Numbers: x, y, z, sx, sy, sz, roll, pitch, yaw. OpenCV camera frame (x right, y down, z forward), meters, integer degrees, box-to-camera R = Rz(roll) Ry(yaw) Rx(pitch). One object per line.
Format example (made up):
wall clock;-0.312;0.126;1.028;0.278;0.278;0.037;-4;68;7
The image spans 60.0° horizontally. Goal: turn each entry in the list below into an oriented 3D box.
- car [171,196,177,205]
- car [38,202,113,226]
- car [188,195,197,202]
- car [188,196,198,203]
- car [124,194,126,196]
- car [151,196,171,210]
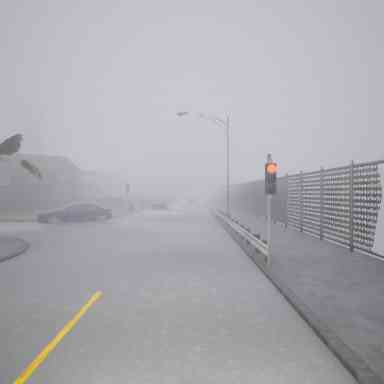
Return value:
car;-4.071;1.499;56.896;1.837;1.490;4.892;0;2;0
car;-8.100;1.478;23.407;5.008;1.535;1.882;0;2;-29
car;0.017;1.540;78.674;2.033;1.411;5.357;0;0;0
car;0.116;1.547;66.745;2.033;1.411;5.357;0;0;0
car;-17.260;1.134;78.260;3.633;1.501;1.845;0;0;0
car;-4.089;1.478;42.823;1.882;1.535;5.008;0;0;0
